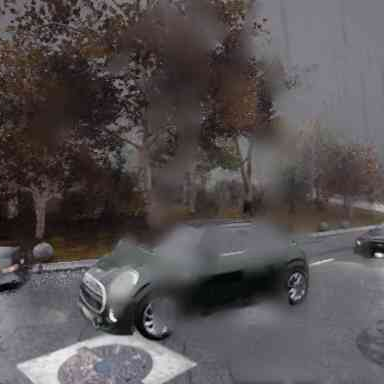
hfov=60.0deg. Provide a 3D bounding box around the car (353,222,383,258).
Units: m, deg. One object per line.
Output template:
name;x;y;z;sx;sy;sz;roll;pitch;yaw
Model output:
car;7.924;1.614;12.093;5.357;1.411;2.033;1;-1;-39

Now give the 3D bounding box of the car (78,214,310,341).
car;0.176;1.367;6.627;4.553;1.767;2.097;0;0;-32

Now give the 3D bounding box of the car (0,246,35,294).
car;-6.125;1.574;6.605;5.357;1.411;2.033;0;0;-15
